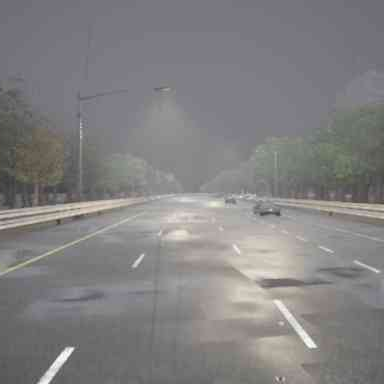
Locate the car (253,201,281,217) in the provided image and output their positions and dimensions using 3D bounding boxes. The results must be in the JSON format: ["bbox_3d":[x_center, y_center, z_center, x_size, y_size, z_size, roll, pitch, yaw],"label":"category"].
[{"bbox_3d":[7.047,1.570,31.683,1.994,1.385,4.181,0,0,0],"label":"car"}]

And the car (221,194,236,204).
[{"bbox_3d":[7.176,1.535,63.695,1.812,1.442,4.674,0,0,0],"label":"car"}]
